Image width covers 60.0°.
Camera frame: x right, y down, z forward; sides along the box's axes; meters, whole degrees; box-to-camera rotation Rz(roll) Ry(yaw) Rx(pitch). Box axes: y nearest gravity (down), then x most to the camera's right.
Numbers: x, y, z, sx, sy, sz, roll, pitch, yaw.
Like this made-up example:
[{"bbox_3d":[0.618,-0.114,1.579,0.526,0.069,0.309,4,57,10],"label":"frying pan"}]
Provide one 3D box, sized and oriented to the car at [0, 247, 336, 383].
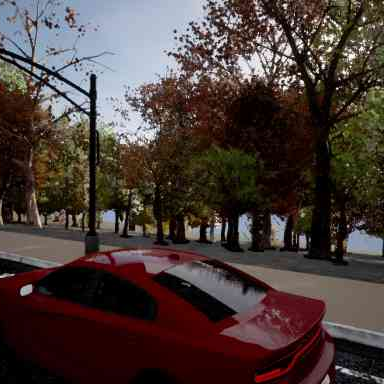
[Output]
[{"bbox_3d":[-0.875,1.477,4.301,5.008,1.535,1.882,0,0,35],"label":"car"}]
